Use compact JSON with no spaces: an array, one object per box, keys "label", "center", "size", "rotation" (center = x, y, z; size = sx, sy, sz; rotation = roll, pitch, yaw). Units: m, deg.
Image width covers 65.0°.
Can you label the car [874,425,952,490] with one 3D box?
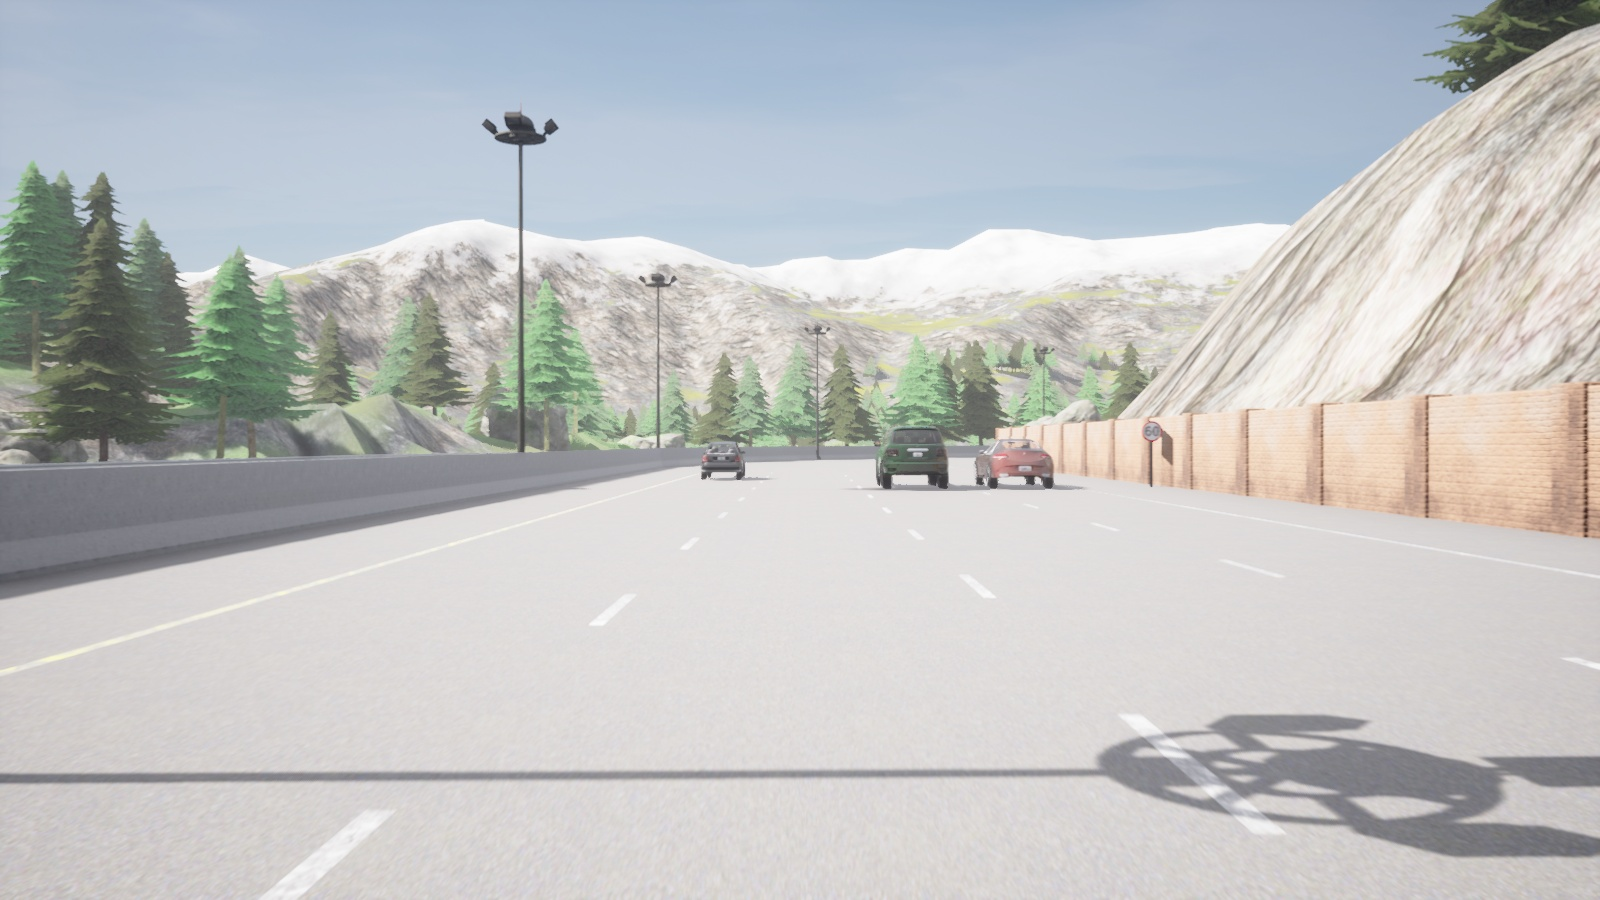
[{"label":"car","center":[3.751,0.228,42.654],"size":[2.150,2.045,5.566],"rotation":[0,0,0]}]

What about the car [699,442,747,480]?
[{"label":"car","center":[-3.193,0.424,52.865],"size":[1.789,1.549,3.705],"rotation":[0,0,0]}]

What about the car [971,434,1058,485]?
[{"label":"car","center":[7.253,0.289,42.971],"size":[2.152,1.651,5.027],"rotation":[0,0,0]}]
